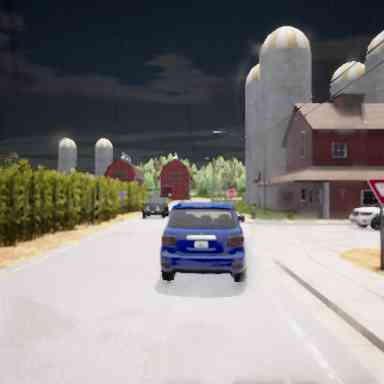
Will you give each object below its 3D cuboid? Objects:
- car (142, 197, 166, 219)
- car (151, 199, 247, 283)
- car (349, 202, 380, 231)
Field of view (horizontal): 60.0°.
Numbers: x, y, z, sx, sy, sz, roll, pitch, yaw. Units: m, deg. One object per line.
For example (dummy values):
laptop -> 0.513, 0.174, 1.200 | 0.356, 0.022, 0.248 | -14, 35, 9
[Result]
car -> -3.561, 1.502, 32.929 | 2.150, 2.045, 5.566 | 0, 0, 0
car -> 0.453, 1.307, 10.154 | 2.150, 2.045, 5.566 | 0, -1, 5
car -> 13.272, 1.379, 21.590 | 5.566, 2.045, 2.150 | 0, 0, -1
